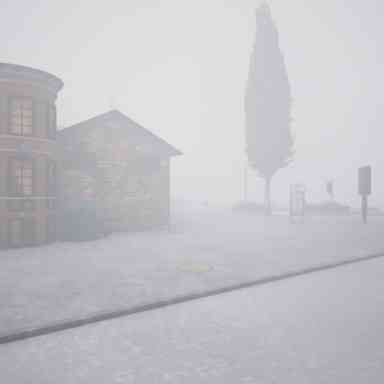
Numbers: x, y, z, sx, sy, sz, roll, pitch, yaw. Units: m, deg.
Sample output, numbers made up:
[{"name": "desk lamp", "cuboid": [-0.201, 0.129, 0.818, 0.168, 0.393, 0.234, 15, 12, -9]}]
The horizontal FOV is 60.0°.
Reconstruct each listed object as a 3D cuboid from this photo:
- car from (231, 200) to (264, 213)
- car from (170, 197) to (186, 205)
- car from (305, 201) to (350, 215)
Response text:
[{"name": "car", "cuboid": [6.361, 1.562, 37.429, 1.994, 1.385, 4.181, 0, 0, -36]}, {"name": "car", "cuboid": [-3.091, 1.546, 57.800, 2.033, 1.411, 5.357, 0, 0, -35]}, {"name": "car", "cuboid": [13.629, 1.599, 34.531, 1.895, 1.301, 4.718, 0, 0, -36]}]
